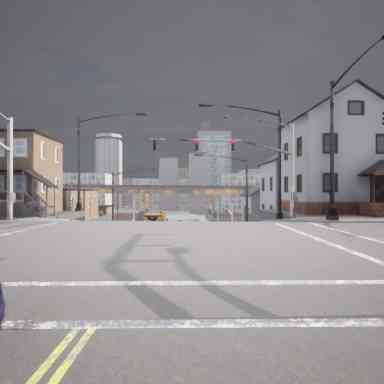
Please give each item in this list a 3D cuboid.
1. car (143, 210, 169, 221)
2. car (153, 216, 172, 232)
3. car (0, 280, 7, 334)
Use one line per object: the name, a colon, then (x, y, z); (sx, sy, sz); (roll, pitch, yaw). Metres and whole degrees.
car: (-3.673, 2.536, 33.465); (1.882, 1.535, 5.008); (0, -9, 1)
car: (-3.781, 4.235, 43.687); (2.128, 1.511, 4.902); (0, -13, -1)
car: (-3.506, 1.526, 2.978); (1.812, 1.442, 4.674); (0, 0, -1)
